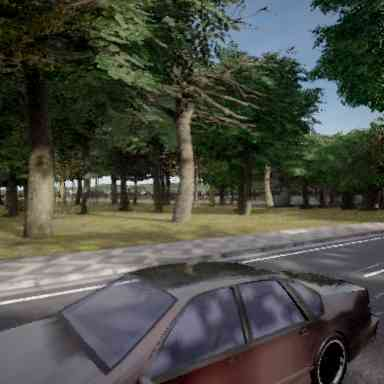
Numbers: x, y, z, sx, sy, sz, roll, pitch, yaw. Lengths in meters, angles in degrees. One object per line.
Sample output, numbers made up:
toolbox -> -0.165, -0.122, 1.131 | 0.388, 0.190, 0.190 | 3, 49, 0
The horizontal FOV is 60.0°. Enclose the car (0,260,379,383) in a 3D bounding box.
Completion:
car -> -0.038, 1.558, 3.644 | 5.357, 1.411, 2.033 | 0, 0, -36
